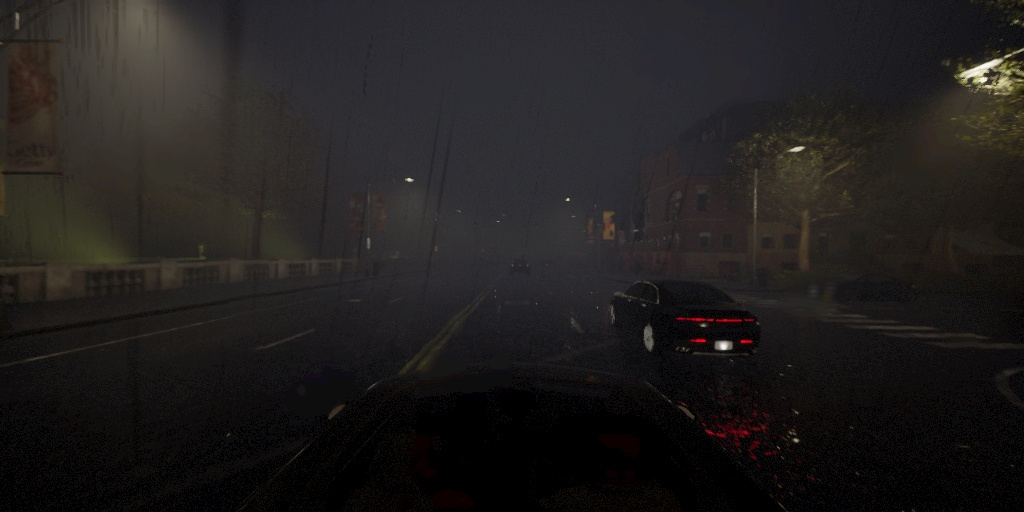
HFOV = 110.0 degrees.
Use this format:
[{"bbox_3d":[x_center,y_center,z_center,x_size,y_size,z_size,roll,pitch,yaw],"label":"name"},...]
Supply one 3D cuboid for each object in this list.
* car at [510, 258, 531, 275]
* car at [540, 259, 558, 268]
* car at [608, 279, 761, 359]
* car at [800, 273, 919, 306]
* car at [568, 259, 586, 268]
[{"bbox_3d":[0.958,1.044,39.026,2.097,1.767,4.553,1,0,3],"label":"car"},{"bbox_3d":[6.195,1.225,59.403,1.837,1.490,4.892,0,0,26],"label":"car"},{"bbox_3d":[3.697,1.288,8.593,1.837,1.490,4.892,1,0,1],"label":"car"},{"bbox_3d":[16.065,1.487,16.707,4.181,1.385,1.994,1,0,1],"label":"car"},{"bbox_3d":[11.131,1.270,61.081,2.128,1.511,4.902,1,0,31],"label":"car"}]
